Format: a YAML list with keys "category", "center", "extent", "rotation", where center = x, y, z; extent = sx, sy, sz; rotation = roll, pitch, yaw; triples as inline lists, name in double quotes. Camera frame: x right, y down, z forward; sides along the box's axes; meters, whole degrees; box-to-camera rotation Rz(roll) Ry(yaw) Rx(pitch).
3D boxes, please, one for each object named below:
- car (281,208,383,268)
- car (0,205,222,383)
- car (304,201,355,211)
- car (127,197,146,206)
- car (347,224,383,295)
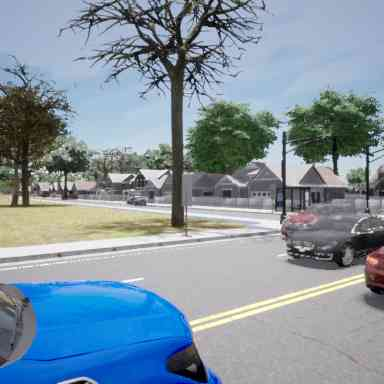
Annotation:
- category: "car"
  center: [5.289, 1.504, 11.415]
  extent: [4.892, 1.490, 1.837]
  rotation: [0, 0, -35]
- category: "car"
  center: [-2.419, 1.222, 1.716]
  extent: [5.566, 2.045, 2.150]
  rotation: [0, 0, -36]
- category: "car"
  center: [6.447, 1.351, 16.222]
  extent: [4.553, 1.767, 2.097]
  rotation: [0, 0, -35]
- category: "car"
  center: [-9.202, 1.600, 55.058]
  extent: [1.812, 1.442, 4.674]
  rotation: [0, 0, -35]
- category: "car"
  center: [5.659, 1.525, 7.447]
  extent: [4.674, 1.442, 1.812]
  rotation: [0, 0, -36]
